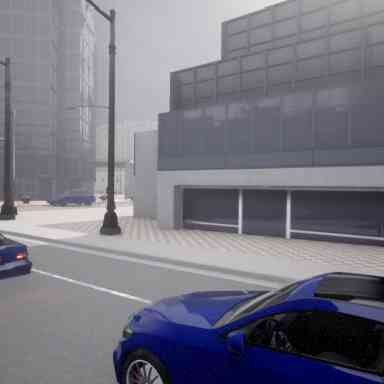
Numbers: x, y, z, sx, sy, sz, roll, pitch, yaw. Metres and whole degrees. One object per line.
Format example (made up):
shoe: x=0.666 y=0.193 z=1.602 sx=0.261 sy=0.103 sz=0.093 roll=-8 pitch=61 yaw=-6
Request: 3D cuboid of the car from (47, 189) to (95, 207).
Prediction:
car: x=-14.075 y=0.662 z=39.114 sx=2.150 sy=2.045 sz=5.566 roll=1 pitch=1 yaw=37

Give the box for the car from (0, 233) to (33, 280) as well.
car: x=-6.221 y=1.441 z=8.507 sx=5.357 sy=1.411 sz=2.033 roll=1 pitch=1 yaw=36

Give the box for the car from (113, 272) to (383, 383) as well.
car: x=1.322 y=1.517 z=3.045 sx=4.674 sy=1.442 sz=1.812 roll=0 pitch=0 yaw=36
